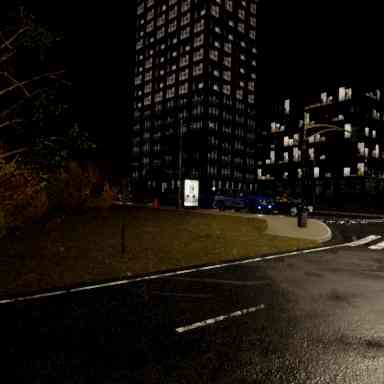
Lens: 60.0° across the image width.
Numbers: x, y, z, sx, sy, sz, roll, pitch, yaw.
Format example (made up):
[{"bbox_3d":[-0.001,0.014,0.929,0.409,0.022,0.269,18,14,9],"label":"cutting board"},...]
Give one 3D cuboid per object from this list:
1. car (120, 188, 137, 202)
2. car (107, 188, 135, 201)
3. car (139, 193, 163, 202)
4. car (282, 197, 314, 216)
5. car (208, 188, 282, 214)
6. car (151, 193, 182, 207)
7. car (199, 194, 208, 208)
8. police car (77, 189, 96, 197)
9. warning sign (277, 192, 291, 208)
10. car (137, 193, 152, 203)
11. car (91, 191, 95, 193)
[{"bbox_3d":[-9.858,0.458,44.436,2.097,1.767,4.553,3,-1,-41],"label":"car"},{"bbox_3d":[-12.238,0.360,57.179,2.150,2.045,5.566,3,-1,-42],"label":"car"},{"bbox_3d":[-6.881,0.901,55.991,1.994,1.385,4.181,3,-1,-41],"label":"car"},{"bbox_3d":[7.905,1.146,28.314,2.128,1.511,4.902,3,-1,-40],"label":"car"},{"bbox_3d":[4.240,0.726,27.684,2.150,2.045,5.566,3,-1,-39],"label":"car"},{"bbox_3d":[-1.997,0.927,35.210,1.895,1.301,4.718,3,-1,-40],"label":"car"},{"bbox_3d":[2.009,0.964,35.488,1.882,1.535,5.008,3,-1,-40],"label":"car"},{"bbox_3d":[-24.181,0.310,75.999,1.930,1.638,5.238,3,-1,-44],"label":"police car"},{"bbox_3d":[10.965,0.990,39.523,1.300,1.860,1.060,2,-1,-40],"label":"warning sign"},{"bbox_3d":[-6.346,0.851,45.334,1.895,1.301,4.718,3,-1,-41],"label":"car"},{"bbox_3d":[-20.223,0.471,65.840,2.033,1.411,5.357,3,-1,-43],"label":"car"}]
